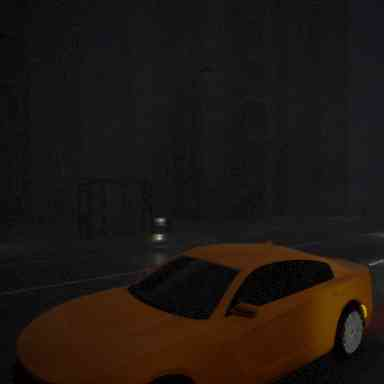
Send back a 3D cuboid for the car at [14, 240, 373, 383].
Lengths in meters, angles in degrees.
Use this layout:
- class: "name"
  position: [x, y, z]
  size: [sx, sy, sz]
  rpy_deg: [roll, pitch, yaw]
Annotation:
- class: "car"
  position: [0.476, 1.477, 4.375]
  size: [5.008, 1.535, 1.882]
  rpy_deg: [0, 0, -38]
